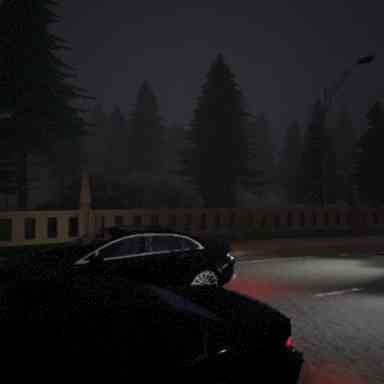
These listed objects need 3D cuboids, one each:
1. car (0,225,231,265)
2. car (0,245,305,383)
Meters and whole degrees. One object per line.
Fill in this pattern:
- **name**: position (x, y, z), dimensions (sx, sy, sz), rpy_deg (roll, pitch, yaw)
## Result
- **car**: position (-1.404, 1.457, 6.687), dimensions (4.902, 1.511, 2.128), rpy_deg (1, 0, -29)
- **car**: position (-1.423, 1.519, 2.697), dimensions (5.357, 1.411, 2.033), rpy_deg (1, 0, -33)
